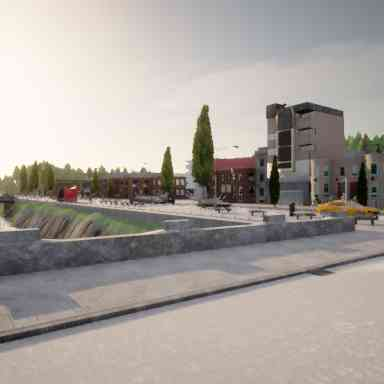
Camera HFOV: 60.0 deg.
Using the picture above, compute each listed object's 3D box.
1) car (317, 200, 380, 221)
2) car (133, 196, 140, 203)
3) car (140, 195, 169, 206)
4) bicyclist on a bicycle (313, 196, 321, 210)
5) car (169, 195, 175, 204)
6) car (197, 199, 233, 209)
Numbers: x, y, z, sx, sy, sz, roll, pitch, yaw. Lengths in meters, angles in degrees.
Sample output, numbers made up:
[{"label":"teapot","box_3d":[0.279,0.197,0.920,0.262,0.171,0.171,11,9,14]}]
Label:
[{"label":"car","box_3d":[13.010,1.478,27.881,1.882,1.535,5.008,0,0,-35]},{"label":"car","box_3d":[-10.772,1.526,68.555,1.812,1.442,4.674,0,0,-36]},{"label":"car","box_3d":[-6.285,1.506,55.121,1.837,1.490,4.892,0,0,-35]},{"label":"bicyclist on a bicycle","box_3d":[14.931,1.349,39.684,1.656,1.620,0.582,0,0,-35]},{"label":"car","box_3d":[-5.044,1.352,60.515,2.097,1.767,4.553,0,0,-36]},{"label":"car","box_3d":[2.783,1.548,42.278,2.033,1.411,5.357,0,0,-35]}]
